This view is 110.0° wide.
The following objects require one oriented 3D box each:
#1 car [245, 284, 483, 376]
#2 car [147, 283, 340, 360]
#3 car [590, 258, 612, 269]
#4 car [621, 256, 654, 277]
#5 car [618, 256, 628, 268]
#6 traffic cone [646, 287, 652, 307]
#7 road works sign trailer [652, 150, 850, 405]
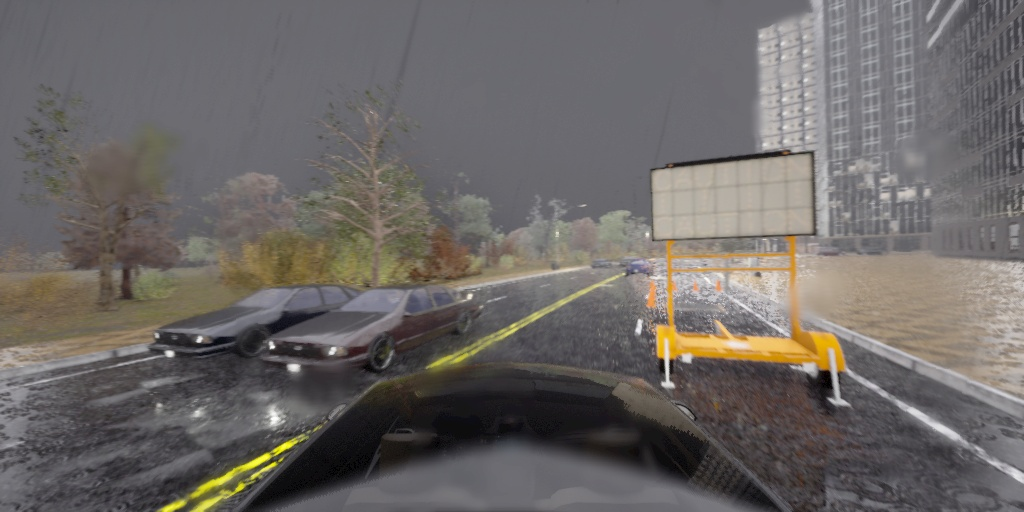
[{"bbox_3d":[-2.513,1.363,8.171,2.033,1.411,5.357,-2,0,21],"label":"car"},{"bbox_3d":[-5.558,1.447,9.294,2.033,1.411,5.357,-2,0,21],"label":"car"},{"bbox_3d":[11.731,0.962,47.178,1.994,1.385,4.181,-2,0,28],"label":"car"},{"bbox_3d":[10.784,0.962,30.367,1.812,1.442,4.674,-2,0,25],"label":"car"},{"bbox_3d":[15.265,0.780,46.915,1.882,1.535,5.008,-2,0,28],"label":"car"},{"bbox_3d":[5.129,1.558,13.243,0.340,0.580,0.340,0,0,22],"label":"traffic cone"},{"bbox_3d":[3.768,0.108,6.240,2.380,3.560,2.880,0,0,22],"label":"road works sign trailer"}]
